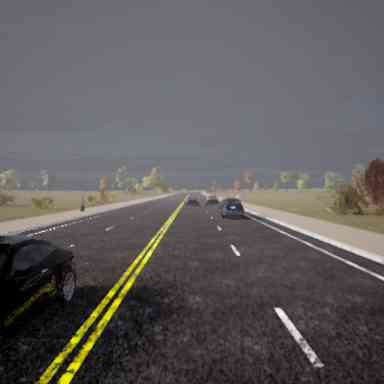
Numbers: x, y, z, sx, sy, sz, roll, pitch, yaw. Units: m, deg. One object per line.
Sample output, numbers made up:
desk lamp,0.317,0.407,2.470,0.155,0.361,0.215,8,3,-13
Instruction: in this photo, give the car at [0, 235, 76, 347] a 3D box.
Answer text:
car,-3.343,1.499,5.328,1.812,1.442,4.674,0,0,0

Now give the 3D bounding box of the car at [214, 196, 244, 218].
car,3.295,1.272,28.684,2.033,1.649,4.856,0,0,0

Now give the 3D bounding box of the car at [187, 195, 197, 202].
car,-0.027,1.277,65.086,1.895,1.301,4.718,0,0,0

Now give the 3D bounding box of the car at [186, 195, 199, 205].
car,0.079,1.295,50.695,2.033,1.411,5.357,0,0,0

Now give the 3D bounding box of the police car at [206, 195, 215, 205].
police car,3.235,1.237,53.556,2.038,1.542,4.974,0,0,0
